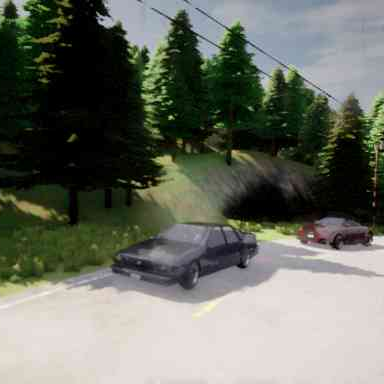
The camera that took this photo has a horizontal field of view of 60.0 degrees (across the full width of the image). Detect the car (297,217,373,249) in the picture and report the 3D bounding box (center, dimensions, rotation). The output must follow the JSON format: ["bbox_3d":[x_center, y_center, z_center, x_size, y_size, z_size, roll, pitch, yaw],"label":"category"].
[{"bbox_3d":[7.224,1.970,16.717,4.181,1.385,1.994,3,0,-34],"label":"car"}]

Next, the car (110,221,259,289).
[{"bbox_3d":[0.215,1.580,9.626,2.033,1.411,5.357,3,0,33],"label":"car"}]
